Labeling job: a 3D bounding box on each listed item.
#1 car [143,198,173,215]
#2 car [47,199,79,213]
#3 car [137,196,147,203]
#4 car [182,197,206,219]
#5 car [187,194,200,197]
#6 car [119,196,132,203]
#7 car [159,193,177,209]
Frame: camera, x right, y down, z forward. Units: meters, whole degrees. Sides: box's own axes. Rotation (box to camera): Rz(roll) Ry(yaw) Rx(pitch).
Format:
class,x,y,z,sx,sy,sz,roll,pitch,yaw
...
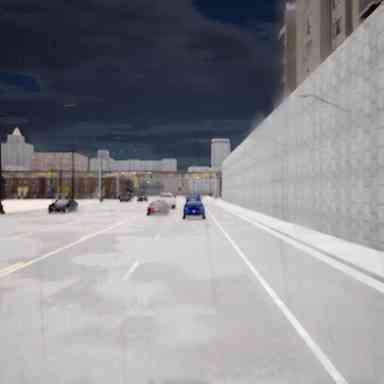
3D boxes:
class,x,y,z,sx,sy,sz,roll,pitch,yaw
car,-3.320,1.553,33.198,1.994,1.385,4.181,0,0,0
car,-13.911,1.475,36.117,1.882,1.535,5.008,0,0,0
car,-10.325,1.495,69.601,1.994,1.385,4.181,0,0,0
car,0.172,1.470,29.344,1.882,1.535,5.008,0,-1,0
car,0.200,1.211,44.632,2.150,2.045,5.566,0,0,0
car,-13.825,1.481,69.610,2.033,1.411,5.357,0,0,0
car,-3.360,1.207,45.125,2.150,2.045,5.566,0,0,1
